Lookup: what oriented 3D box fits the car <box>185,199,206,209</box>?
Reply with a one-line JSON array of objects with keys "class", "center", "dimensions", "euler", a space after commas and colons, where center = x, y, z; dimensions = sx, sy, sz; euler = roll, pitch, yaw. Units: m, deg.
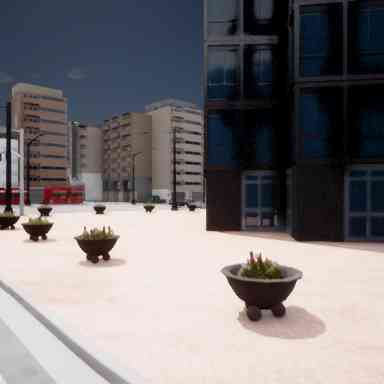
[{"class": "car", "center": [1.734, 2.053, 53.567], "dimensions": [4.718, 1.301, 1.895], "euler": [1, -1, -42]}]

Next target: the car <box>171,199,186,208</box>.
[{"class": "car", "center": [-0.628, 1.953, 56.150], "dimensions": [4.892, 1.490, 1.837], "euler": [1, -1, -42]}]

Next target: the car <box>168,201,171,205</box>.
[{"class": "car", "center": [-2.724, 2.148, 68.393], "dimensions": [4.718, 1.301, 1.895], "euler": [1, -1, -42]}]
